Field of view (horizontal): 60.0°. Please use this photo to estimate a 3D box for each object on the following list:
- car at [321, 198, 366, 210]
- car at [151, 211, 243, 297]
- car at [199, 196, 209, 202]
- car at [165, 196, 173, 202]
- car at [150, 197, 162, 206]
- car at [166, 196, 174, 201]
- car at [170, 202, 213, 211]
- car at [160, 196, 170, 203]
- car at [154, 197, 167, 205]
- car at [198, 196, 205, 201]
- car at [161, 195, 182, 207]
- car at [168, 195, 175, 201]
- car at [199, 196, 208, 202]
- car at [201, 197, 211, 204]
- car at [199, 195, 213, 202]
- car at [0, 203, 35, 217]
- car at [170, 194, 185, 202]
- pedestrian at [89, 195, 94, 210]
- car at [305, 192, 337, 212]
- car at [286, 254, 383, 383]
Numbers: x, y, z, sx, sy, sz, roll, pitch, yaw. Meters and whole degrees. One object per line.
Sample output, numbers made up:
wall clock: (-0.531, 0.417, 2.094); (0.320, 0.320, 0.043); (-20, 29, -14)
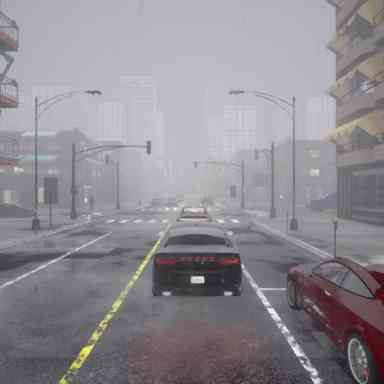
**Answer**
car: (17.504, 1.378, 38.489); (4.313, 1.339, 1.947); (-1, 0, 0)
car: (0.103, 1.480, 8.653); (1.882, 1.535, 5.008); (0, 0, 0)
car: (2.722, 1.644, 76.273); (1.947, 1.339, 4.313); (0, 0, 0)
car: (-5.656, 1.671, 81.802); (1.802, 1.307, 4.206); (0, 0, 0)
car: (-5.755, 1.586, 54.178); (1.887, 1.381, 4.507); (0, 0, 0)
car: (-5.654, 1.683, 87.326); (1.802, 1.307, 4.206); (0, 0, 0)
car: (0.108, 1.499, 17.854); (2.128, 1.511, 4.902); (0, 0, 0)
car: (-5.660, 1.593, 70.581); (1.752, 1.417, 4.829); (0, 0, 0)
car: (-5.665, 1.616, 59.700); (1.947, 1.339, 4.313); (0, 0, 0)
car: (2.729, 1.696, 92.848); (1.802, 1.307, 4.206); (0, 0, 0)
car: (-3.070, 1.584, 51.139); (2.033, 1.411, 5.357); (0, 0, 0)
car: (-5.652, 1.639, 92.681); (1.752, 1.417, 4.829); (0, 0, 0)
car: (2.724, 1.640, 81.798); (2.008, 1.369, 4.403); (0, 0, 0)
car: (2.718, 1.624, 65.222); (1.947, 1.339, 4.313); (0, 0, 0)
car: (2.716, 1.365, 59.697); (2.192, 1.841, 5.009); (0, 0, 0)
car: (-17.547, 1.765, 32.703); (4.181, 1.385, 1.994); (-1, 0, 0)
car: (-2.992, 1.586, 66.610); (1.812, 1.442, 4.674); (0, 0, 0)
pedestrian: (-12.495, 1.311, 41.439); (0.375, 1.860, 0.375); (0, 0, 0)
car: (15.185, 1.052, 35.908); (5.566, 2.045, 2.150); (-1, 0, 0)
car: (2.694, 1.583, 4.944); (1.802, 1.307, 4.206); (0, 0, 0)
